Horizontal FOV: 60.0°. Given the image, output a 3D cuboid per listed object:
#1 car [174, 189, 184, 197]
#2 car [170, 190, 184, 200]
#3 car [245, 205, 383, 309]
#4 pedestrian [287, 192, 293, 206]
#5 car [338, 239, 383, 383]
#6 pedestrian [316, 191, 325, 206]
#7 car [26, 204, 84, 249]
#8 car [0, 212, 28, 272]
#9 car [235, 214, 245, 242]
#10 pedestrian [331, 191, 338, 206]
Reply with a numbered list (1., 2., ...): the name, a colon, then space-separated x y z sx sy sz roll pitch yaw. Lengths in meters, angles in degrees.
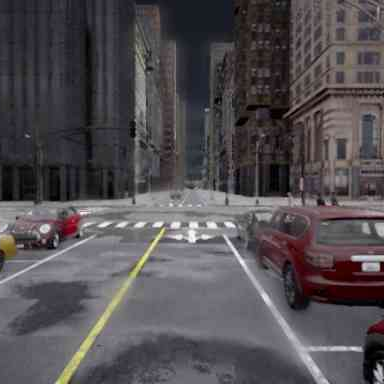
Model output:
1. car: -2.841 0.272 75.123 2.097 1.767 4.553 0 1 0
2. car: -2.898 0.683 59.612 2.033 1.411 5.357 0 1 1
3. car: 2.757 1.203 7.513 2.192 1.841 5.009 0 1 0
4. pedestrian: 5.885 0.855 19.790 0.375 1.860 0.375 0 1 0
5. car: 2.759 1.410 1.913 1.967 1.590 4.097 0 1 0
6. pedestrian: 7.132 0.873 18.590 0.375 1.860 0.375 0 1 0
7. car: -5.769 1.247 13.114 1.967 1.590 4.097 0 1 0
8. car: -5.767 1.416 7.344 1.752 1.417 4.829 0 1 0
9. car: 2.757 1.357 13.118 2.008 1.369 4.403 0 1 0
10. pedestrian: 8.132 0.871 19.190 0.375 1.860 0.375 0 1 0
